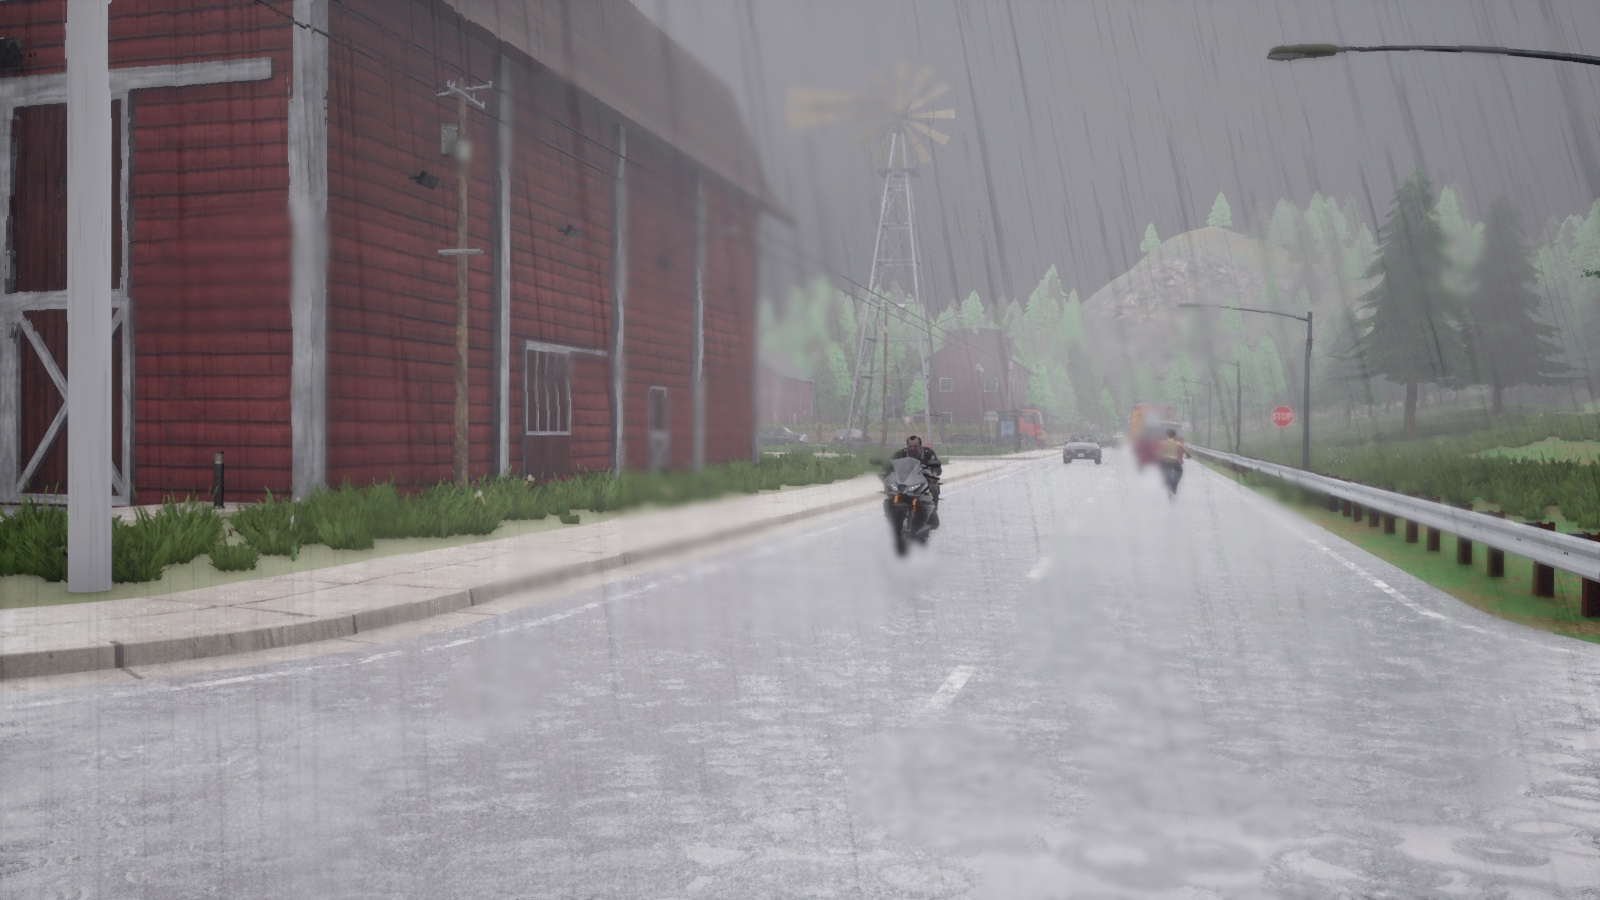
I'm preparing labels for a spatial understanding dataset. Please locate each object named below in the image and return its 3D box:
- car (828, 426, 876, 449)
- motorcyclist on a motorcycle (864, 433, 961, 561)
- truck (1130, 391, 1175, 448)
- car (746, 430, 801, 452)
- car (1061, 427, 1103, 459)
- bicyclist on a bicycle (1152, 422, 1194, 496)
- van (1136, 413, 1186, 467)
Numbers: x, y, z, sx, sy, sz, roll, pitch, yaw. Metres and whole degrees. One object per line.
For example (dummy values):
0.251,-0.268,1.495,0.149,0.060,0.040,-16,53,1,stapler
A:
4.145,-1.005,99.072,2.097,1.767,4.553,0,1,26,car
1.500,0.561,16.290,0.866,1.530,2.191,0,1,15,motorcyclist on a motorcycle
24.871,-2.111,88.663,2.891,3.827,8.468,0,1,15,truck
-1.973,-0.697,92.354,3.705,1.549,1.789,-1,1,-13,car
13.909,-0.358,61.755,1.816,1.474,4.193,0,1,15,car
8.375,0.183,28.207,0.866,1.612,1.509,0,1,16,bicyclist on a bicycle
14.122,-0.416,49.254,1.775,1.987,4.442,0,1,15,van
